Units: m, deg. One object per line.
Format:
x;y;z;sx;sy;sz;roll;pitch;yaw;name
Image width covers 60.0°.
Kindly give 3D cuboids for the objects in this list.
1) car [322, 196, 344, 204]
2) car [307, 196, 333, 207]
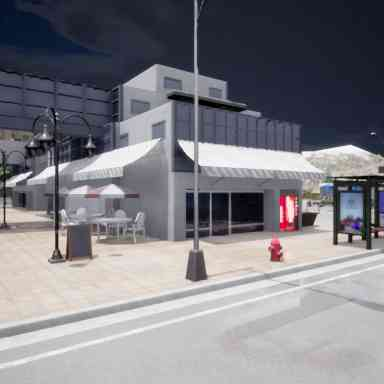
28.398;1.489;66.886;4.514;1.523;2.007;0;0;-36;car
19.116;1.345;48.773;5.027;1.636;2.152;0;0;-36;car
